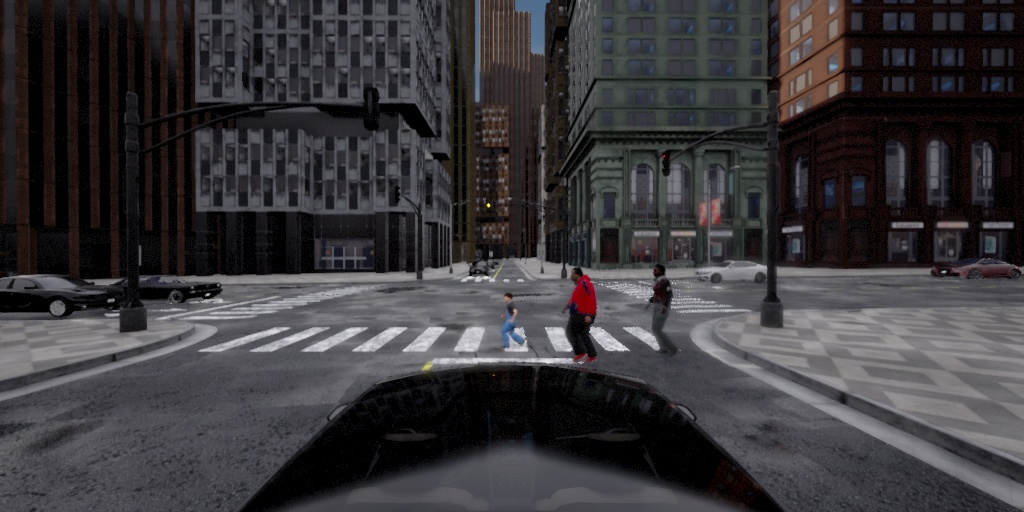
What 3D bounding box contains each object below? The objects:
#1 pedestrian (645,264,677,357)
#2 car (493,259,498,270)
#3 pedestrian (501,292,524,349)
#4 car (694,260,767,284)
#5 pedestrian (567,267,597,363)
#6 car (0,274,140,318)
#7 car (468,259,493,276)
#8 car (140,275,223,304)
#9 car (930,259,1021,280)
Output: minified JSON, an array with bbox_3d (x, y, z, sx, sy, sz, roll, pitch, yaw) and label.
[{"bbox_3d":[2.976,1.041,7.171,0.375,1.860,0.375,0,0,0],"label":"pedestrian"},{"bbox_3d":[-3.355,1.183,51.082,1.837,1.490,4.892,0,2,0],"label":"car"},{"bbox_3d":[0.014,1.320,7.762,0.375,1.300,0.375,0,0,0],"label":"pedestrian"},{"bbox_3d":[14.595,1.025,23.808,4.674,1.442,1.812,-1,0,-1],"label":"car"},{"bbox_3d":[1.279,1.041,6.570,0.375,1.860,0.375,0,0,0],"label":"pedestrian"},{"bbox_3d":[-17.891,1.465,13.766,5.008,1.535,1.882,-1,0,0],"label":"car"},{"bbox_3d":[-3.235,1.216,36.005,1.837,1.490,4.892,0,1,-1],"label":"car"},{"bbox_3d":[-16.662,1.553,17.020,4.718,1.301,1.895,-1,0,0],"label":"car"},{"bbox_3d":[30.735,0.857,23.857,4.181,1.385,1.994,-1,0,0],"label":"car"}]
